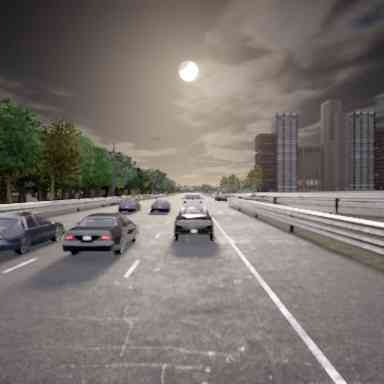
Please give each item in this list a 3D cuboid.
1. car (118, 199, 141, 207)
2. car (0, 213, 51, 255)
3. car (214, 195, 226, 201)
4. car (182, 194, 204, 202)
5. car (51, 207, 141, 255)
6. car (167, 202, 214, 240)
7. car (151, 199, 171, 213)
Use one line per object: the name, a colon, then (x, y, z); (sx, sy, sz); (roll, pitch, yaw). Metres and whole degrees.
car: (-6.912, 1.515, 37.205); (1.994, 1.385, 4.181); (0, 0, 0)
car: (-6.904, 1.542, 13.272); (2.033, 1.411, 5.357); (0, 0, 0)
car: (6.362, 1.367, 74.931); (2.163, 1.488, 4.792); (0, 0, -9)
car: (0.089, 1.177, 35.752); (2.150, 2.045, 5.566); (0, 0, 0)
car: (-3.404, 1.542, 13.310); (2.033, 1.411, 5.357); (0, 0, 0)
car: (0.094, 1.482, 16.891); (2.128, 1.511, 4.902); (0, 0, 0)
car: (-3.412, 1.516, 37.112); (1.994, 1.385, 4.181); (0, 0, 0)
